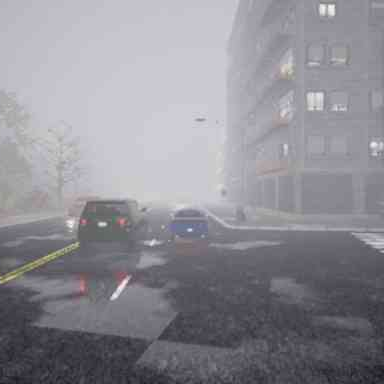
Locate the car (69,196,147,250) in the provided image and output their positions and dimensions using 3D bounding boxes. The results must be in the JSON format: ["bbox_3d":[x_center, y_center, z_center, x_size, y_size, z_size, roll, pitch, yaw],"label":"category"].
[{"bbox_3d":[-3.331,1.292,14.867,2.150,2.045,5.566,0,0,-1],"label":"car"}]

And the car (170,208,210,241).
[{"bbox_3d":[-0.134,1.562,17.347,1.882,1.535,5.008,0,0,-1],"label":"car"}]

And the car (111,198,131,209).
[{"bbox_3d":[-11.030,1.748,51.879,2.128,1.511,4.902,0,0,-1],"label":"car"}]
